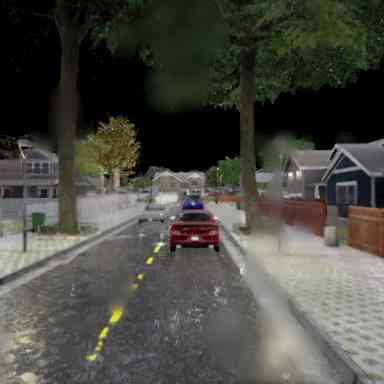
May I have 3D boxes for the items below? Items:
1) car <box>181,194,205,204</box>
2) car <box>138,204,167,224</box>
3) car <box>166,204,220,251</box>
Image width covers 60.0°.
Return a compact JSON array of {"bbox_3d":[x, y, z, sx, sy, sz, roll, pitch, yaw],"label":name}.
[{"bbox_3d":[0.112,1.221,33.876,2.150,2.045,5.566,0,0,0],"label":"car"},{"bbox_3d":[-2.841,1.602,25.061,1.895,1.301,4.718,0,0,0],"label":"car"},{"bbox_3d":[0.105,1.480,14.159,1.882,1.535,5.008,0,0,0],"label":"car"}]
